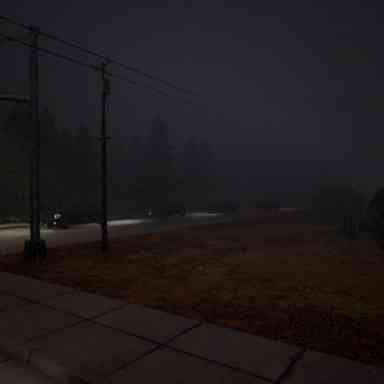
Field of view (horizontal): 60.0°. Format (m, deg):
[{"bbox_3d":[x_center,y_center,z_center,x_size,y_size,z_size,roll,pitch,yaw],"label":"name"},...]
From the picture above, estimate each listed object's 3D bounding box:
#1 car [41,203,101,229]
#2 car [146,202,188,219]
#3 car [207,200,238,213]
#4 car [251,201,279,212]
[{"bbox_3d":[-8.573,1.637,24.281,2.097,1.767,4.553,-1,0,37],"label":"car"},{"bbox_3d":[-2.410,1.755,32.582,2.128,1.511,4.902,-1,0,37],"label":"car"},{"bbox_3d":[3.808,1.721,40.935,1.882,1.535,5.008,-1,0,37],"label":"car"},{"bbox_3d":[9.426,1.787,42.327,1.895,1.301,4.718,-1,0,37],"label":"car"}]
